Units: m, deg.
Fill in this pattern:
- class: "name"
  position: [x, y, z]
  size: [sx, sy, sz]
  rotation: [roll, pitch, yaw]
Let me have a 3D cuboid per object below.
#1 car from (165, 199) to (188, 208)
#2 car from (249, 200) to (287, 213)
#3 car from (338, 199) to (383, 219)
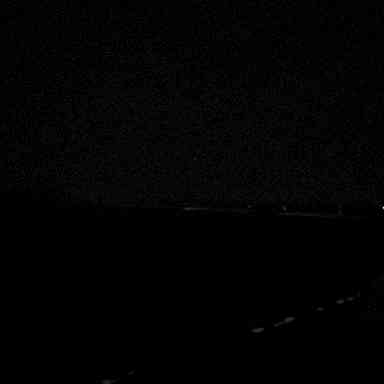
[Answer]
- class: "car"
  position: [-2.589, 1.842, 54.781]
  size: [2.128, 1.511, 4.902]
  rotation: [1, -1, -35]
- class: "car"
  position: [8.842, 1.656, 38.842]
  size: [2.128, 1.511, 4.902]
  rotation: [1, -1, -36]
- class: "car"
  position: [15.578, 1.427, 29.611]
  size: [2.097, 1.767, 4.553]
  rotation: [1, -1, -38]
